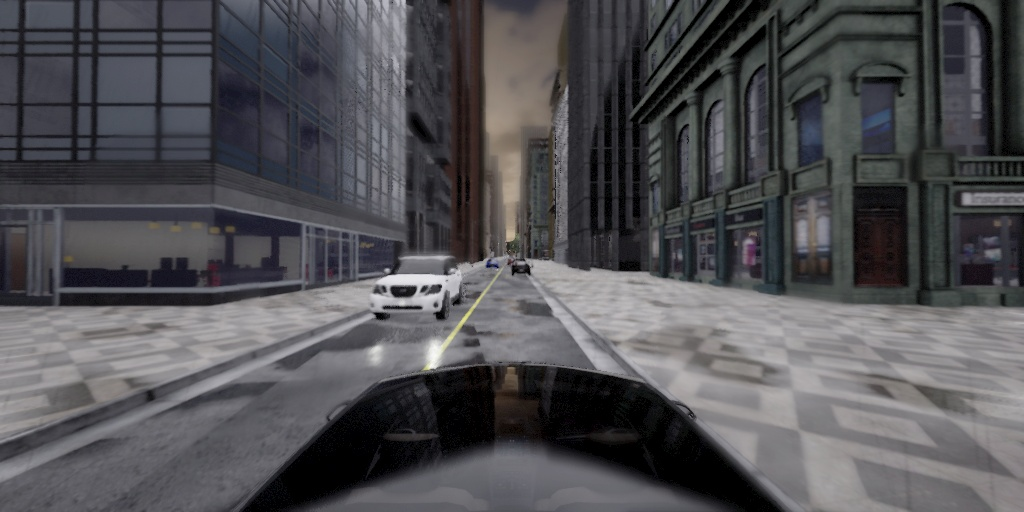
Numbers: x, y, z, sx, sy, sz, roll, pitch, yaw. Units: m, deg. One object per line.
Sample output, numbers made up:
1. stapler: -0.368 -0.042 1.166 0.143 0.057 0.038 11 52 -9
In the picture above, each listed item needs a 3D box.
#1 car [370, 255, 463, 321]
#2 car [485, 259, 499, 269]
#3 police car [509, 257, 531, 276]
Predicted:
1. car: -3.099 0.972 12.877 2.150 2.045 5.566 0 0 0
2. car: -3.051 1.178 55.594 1.882 1.535 5.008 0 0 0
3. police car: 0.901 1.158 36.629 1.930 1.638 5.238 0 0 0
